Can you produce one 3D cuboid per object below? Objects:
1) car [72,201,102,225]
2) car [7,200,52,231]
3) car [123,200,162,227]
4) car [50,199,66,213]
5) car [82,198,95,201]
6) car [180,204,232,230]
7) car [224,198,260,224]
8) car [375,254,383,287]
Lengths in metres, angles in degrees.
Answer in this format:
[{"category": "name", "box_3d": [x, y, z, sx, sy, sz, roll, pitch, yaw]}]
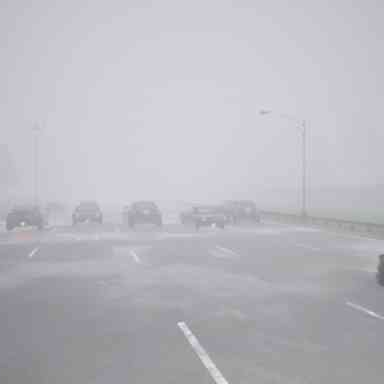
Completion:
[{"category": "car", "box_3d": [-7.470, 1.588, 23.833, 1.895, 1.301, 4.718, 0, 0, -17]}, {"category": "car", "box_3d": [-10.207, 1.496, 20.935, 1.837, 1.490, 4.892, 0, 0, -17]}, {"category": "car", "box_3d": [-3.477, 1.340, 22.726, 2.097, 1.767, 4.553, 0, 0, -17]}, {"category": "car", "box_3d": [-14.937, 1.507, 36.257, 1.812, 1.442, 4.674, 0, 0, -17]}, {"category": "car", "box_3d": [-11.687, 1.458, 37.615, 1.882, 1.535, 5.008, 0, 0, -17]}, {"category": "car", "box_3d": [0.613, 1.590, 21.308, 1.895, 1.301, 4.718, 0, 0, -17]}, {"category": "car", "box_3d": [3.215, 1.338, 24.772, 2.097, 1.767, 4.553, 0, 0, -17]}, {"category": "car", "box_3d": [5.479, 1.475, 5.445, 1.882, 1.535, 5.008, 0, 0, -17]}]
